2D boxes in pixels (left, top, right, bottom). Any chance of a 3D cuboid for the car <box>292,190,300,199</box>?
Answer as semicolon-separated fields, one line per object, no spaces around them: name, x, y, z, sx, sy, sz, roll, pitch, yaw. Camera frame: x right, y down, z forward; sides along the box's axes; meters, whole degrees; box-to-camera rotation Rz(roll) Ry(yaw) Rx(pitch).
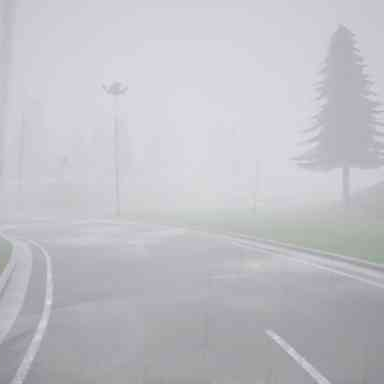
car;18.810;0.506;60.094;4.553;1.767;2.097;-2;0;-25

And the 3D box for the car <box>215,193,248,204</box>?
car;6.317;1.060;50.315;4.674;1.442;1.812;-1;0;-25

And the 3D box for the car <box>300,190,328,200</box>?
car;21.391;0.666;57.445;4.181;1.385;1.994;-2;0;-25

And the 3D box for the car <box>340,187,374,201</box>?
car;25.667;0.228;51.753;5.566;2.045;2.150;-2;0;-25

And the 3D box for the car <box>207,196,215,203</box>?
car;4.715;0.909;53.421;4.553;1.767;2.097;-2;0;-25

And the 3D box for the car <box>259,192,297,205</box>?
car;11.433;1.035;45.013;4.718;1.301;1.895;-2;0;-25
